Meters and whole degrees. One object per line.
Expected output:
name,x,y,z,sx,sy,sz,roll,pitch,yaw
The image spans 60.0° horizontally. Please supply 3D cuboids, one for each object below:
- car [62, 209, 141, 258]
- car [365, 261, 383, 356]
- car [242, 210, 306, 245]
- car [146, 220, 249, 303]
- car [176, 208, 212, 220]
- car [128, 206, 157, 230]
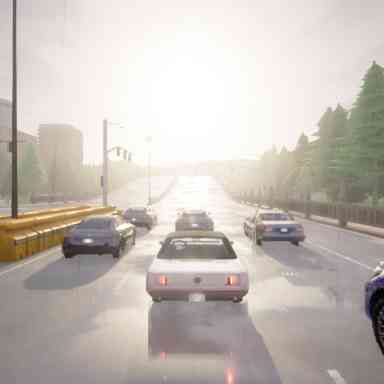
car,-3.384,1.564,12.835,1.994,1.385,4.181,0,0,0
car,3.604,1.223,2.507,2.150,2.045,5.566,0,0,0
car,3.618,1.548,15.532,2.033,1.411,5.357,0,0,0
car,0.109,1.601,8.169,1.895,1.301,4.718,0,0,0
car,0.124,1.564,18.019,1.994,1.385,4.181,0,0,0
car,-3.374,1.564,21.246,1.994,1.385,4.181,0,0,0
